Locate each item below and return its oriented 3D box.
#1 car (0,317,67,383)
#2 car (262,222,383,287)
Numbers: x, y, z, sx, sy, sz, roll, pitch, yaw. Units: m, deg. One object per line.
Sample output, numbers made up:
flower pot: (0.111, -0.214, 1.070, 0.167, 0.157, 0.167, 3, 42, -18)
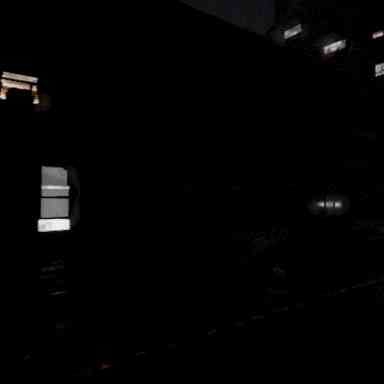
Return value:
car: (-3.047, 1.481, 1.204, 5.008, 1.535, 1.882, 0, 0, -36)
car: (3.889, 1.552, 9.322, 4.313, 1.339, 1.947, 0, 1, -36)
